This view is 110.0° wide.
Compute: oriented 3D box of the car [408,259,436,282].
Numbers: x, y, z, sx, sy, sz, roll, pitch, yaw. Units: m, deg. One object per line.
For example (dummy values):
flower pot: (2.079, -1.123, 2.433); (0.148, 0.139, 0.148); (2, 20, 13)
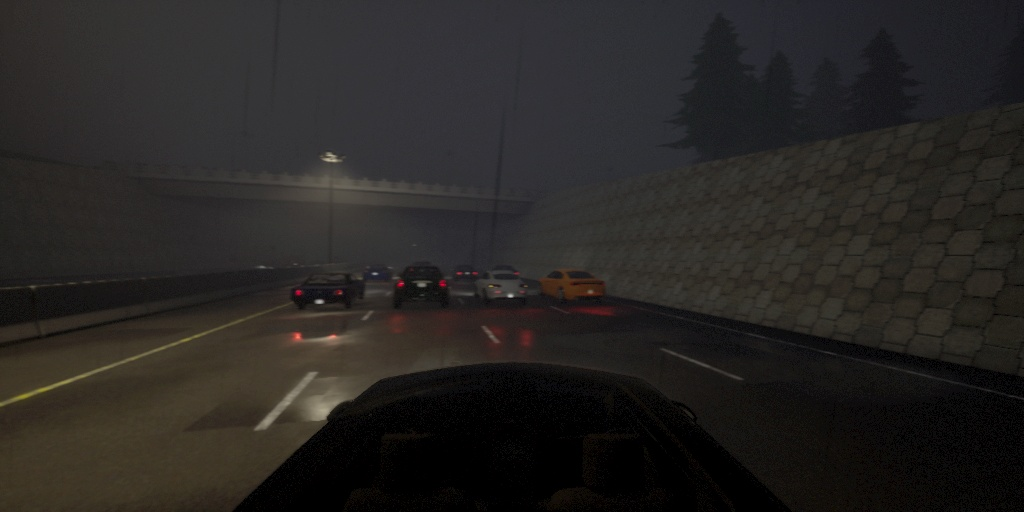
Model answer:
car: (-7.562, 1.188, 30.220); (2.097, 1.767, 4.553); (1, -1, -14)

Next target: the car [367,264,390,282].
car: (-11.014, 1.348, 29.583); (1.994, 1.385, 4.181); (1, 0, -14)

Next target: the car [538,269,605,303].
car: (2.764, 1.379, 17.749); (1.882, 1.535, 5.008); (1, 0, -14)

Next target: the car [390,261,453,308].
car: (-3.931, 1.140, 15.666); (2.097, 1.767, 4.553); (1, -1, -14)

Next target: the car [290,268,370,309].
car: (-7.337, 1.335, 14.842); (1.895, 1.301, 4.718); (1, 0, -14)

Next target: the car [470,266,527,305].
car: (-0.608, 1.371, 16.806); (1.812, 1.442, 4.674); (1, 0, -14)

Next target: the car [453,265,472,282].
car: (-4.149, 1.440, 30.976); (2.033, 1.411, 5.357); (1, 0, -14)
